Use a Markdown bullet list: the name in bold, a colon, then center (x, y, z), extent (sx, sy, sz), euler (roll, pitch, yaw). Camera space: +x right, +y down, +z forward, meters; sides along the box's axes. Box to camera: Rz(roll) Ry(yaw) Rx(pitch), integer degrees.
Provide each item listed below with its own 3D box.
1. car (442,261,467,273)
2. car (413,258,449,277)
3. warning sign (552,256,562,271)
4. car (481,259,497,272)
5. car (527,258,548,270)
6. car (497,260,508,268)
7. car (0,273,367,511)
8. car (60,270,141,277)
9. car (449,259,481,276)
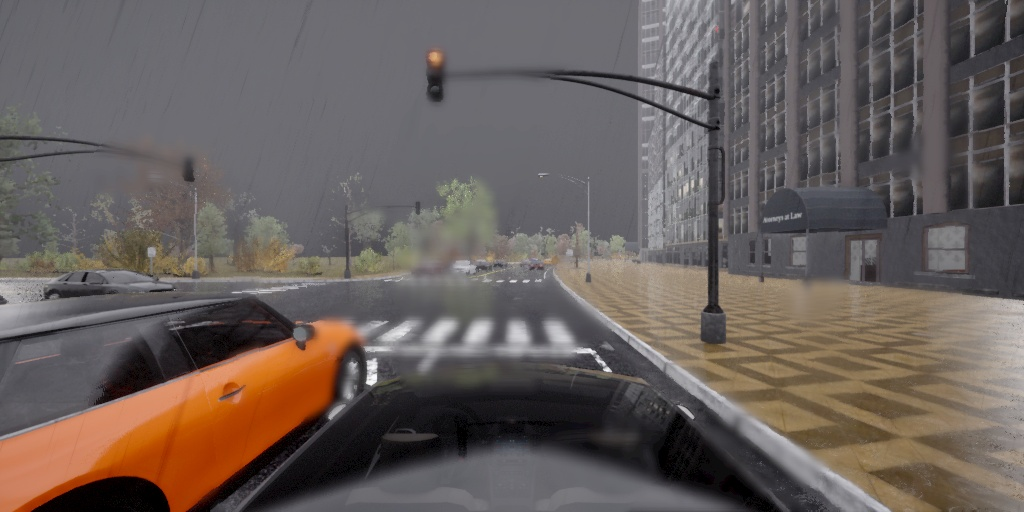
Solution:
- **car**: center (-7.155, 1.348, 44.855), extent (1.895, 1.301, 4.718), euler (0, 0, 7)
- **car**: center (-8.140, 1.098, 35.592), extent (2.097, 1.767, 4.553), euler (0, 0, 6)
- **warning sign**: center (5.507, 0.868, 44.175), extent (1.300, 1.860, 1.060), euler (0, 0, 7)
- **car**: center (-3.686, 1.350, 46.491), extent (1.895, 1.301, 4.718), euler (0, 0, 7)
- **car**: center (3.707, 1.355, 51.297), extent (1.895, 1.301, 4.718), euler (0, 0, 8)
- **car**: center (-1.944, 1.353, 58.680), extent (1.895, 1.301, 4.718), euler (0, 0, 10)
- **car**: center (-3.101, 1.102, 3.255), extent (2.097, 1.767, 4.553), euler (0, 0, 0)
- **car**: center (-15.929, 1.298, 14.329), extent (4.892, 1.490, 1.837), euler (0, 0, 10)
- **car**: center (-4.788, 1.273, 36.539), extent (1.812, 1.442, 4.674), euler (0, 0, 6)
